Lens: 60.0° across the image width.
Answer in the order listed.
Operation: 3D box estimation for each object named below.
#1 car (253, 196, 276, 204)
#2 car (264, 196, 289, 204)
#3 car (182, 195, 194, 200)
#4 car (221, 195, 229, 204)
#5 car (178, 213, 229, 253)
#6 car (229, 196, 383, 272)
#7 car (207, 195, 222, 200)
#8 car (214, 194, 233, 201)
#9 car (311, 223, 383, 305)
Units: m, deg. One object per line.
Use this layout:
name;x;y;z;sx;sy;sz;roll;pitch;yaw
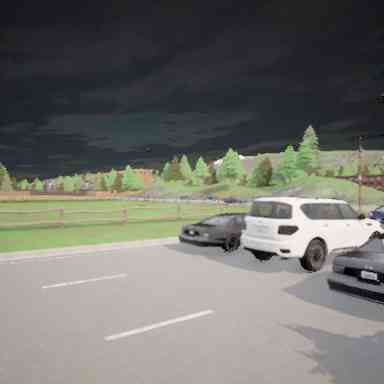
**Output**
car;14.627;1.609;67.175;1.994;1.385;4.181;0;0;-36
car;17.498;1.583;69.179;2.128;1.511;4.902;0;0;-36
car;-0.918;1.377;76.593;1.882;1.535;5.008;0;0;-36
car;8.609;1.595;63.504;2.033;1.411;5.357;0;0;-35
car;2.041;1.558;13.800;5.357;1.411;2.033;0;0;-35
car;4.122;1.225;10.990;5.566;2.045;2.150;1;-1;-35
car;4.980;1.419;80.386;1.837;1.490;4.892;0;0;-36
car;7.807;1.401;82.450;1.882;1.535;5.008;0;0;-36
car;5.242;1.556;7.484;5.357;1.411;2.033;0;0;-36
